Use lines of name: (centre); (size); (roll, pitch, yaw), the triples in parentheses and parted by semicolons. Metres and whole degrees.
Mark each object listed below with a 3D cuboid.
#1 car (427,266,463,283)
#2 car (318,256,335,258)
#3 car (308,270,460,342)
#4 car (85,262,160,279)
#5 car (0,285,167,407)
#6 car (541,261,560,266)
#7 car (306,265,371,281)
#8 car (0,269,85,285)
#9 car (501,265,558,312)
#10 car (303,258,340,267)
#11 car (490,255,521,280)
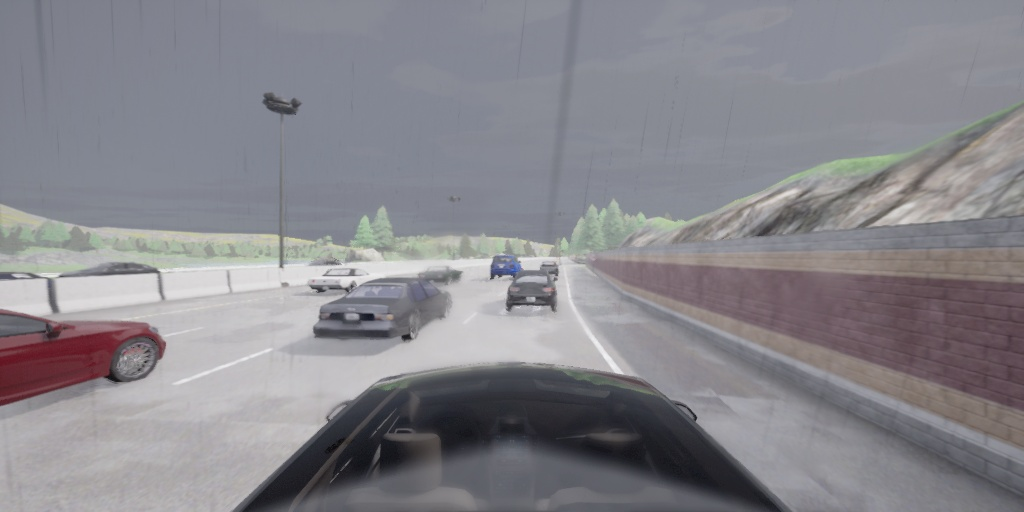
car: (-4.851, 1.336, 25.154); (1.895, 1.301, 4.718); (0, 0, 8)
car: (-26.195, 0.759, 50.185); (1.882, 1.535, 5.008); (0, 0, 8)
car: (-3.074, 1.288, 9.783); (2.033, 1.411, 5.357); (0, 0, 4)
car: (-26.431, 1.170, 23.744); (1.837, 1.490, 4.892); (0, 0, 8)
car: (-6.799, 1.254, 4.091); (1.812, 1.442, 4.674); (0, 0, 1)
car: (3.728, 1.254, 36.013); (2.128, 1.511, 4.902); (0, 0, 8)
car: (-9.048, 1.322, 20.141); (1.895, 1.301, 4.718); (0, 0, 7)
car: (-20.476, 1.285, 13.868); (1.895, 1.301, 4.718); (0, 0, 5)
car: (0.842, 1.279, 14.251); (1.812, 1.442, 4.674); (0, 0, 5)
car: (-20.734, 1.191, 39.178); (1.837, 1.490, 4.892); (0, -1, 8)
car: (-0.479, 0.971, 31.208); (2.150, 2.045, 5.566); (0, 0, 8)
